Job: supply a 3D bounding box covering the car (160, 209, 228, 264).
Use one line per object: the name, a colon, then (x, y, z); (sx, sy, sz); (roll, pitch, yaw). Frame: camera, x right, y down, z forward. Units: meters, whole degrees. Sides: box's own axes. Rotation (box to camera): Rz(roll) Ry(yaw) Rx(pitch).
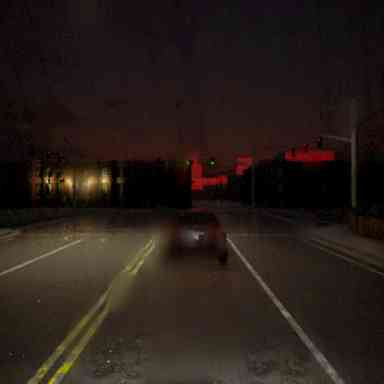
car: (0.075, 1.382, 12.098); (2.097, 1.767, 4.553); (0, 0, 0)
